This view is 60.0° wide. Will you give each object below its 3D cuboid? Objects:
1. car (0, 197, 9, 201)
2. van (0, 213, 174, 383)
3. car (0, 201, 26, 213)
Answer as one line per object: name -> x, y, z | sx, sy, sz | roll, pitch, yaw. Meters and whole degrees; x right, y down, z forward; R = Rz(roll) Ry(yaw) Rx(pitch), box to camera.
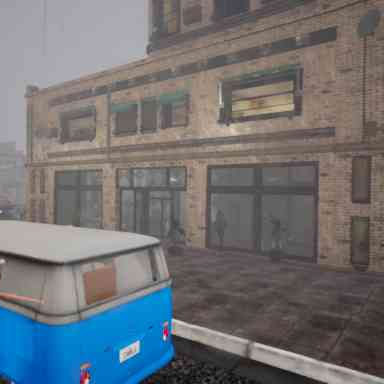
car -> -22.070, 1.403, 35.552 | 2.192, 1.841, 5.009 | 0, 0, 36
van -> -2.124, 1.339, 4.364 | 3.998, 1.788, 1.690 | 0, 1, 35
car -> -15.307, 1.787, 30.607 | 1.947, 1.339, 4.313 | 0, 0, 36
